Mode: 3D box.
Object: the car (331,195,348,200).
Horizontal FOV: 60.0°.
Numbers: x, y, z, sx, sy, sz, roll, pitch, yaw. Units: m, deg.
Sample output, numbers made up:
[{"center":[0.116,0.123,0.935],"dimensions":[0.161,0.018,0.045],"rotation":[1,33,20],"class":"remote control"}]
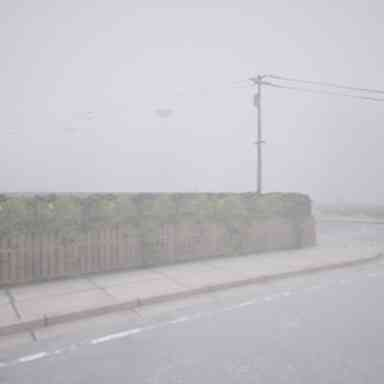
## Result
[{"center":[24.737,1.350,55.718],"dimensions":[2.242,1.667,4.611],"rotation":[0,0,35],"class":"car"}]
